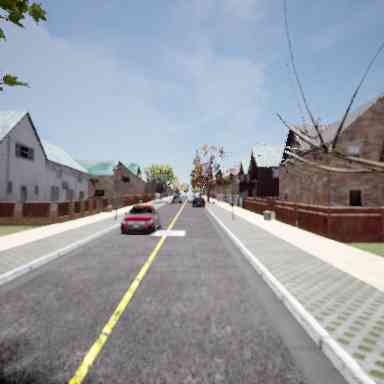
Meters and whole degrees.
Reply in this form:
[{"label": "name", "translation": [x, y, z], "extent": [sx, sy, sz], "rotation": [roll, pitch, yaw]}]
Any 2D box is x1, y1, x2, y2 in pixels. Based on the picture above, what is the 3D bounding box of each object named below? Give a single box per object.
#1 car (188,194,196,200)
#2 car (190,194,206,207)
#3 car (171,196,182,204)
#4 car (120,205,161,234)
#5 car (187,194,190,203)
[{"label": "car", "translation": [0.020, 1.157, 81.654], "extent": [1.882, 1.535, 5.008], "rotation": [0, 0, 0]}, {"label": "car", "translation": [0.974, 1.378, 48.782], "extent": [1.882, 1.535, 5.008], "rotation": [0, 0, 0]}, {"label": "car", "translation": [-2.761, 1.399, 61.153], "extent": [1.812, 1.442, 4.674], "rotation": [0, 0, 1]}, {"label": "car", "translation": [-2.854, 1.494, 19.301], "extent": [1.812, 1.442, 4.674], "rotation": [0, 0, 0]}, {"label": "car", "translation": [0.016, 1.378, 67.550], "extent": [1.812, 1.442, 4.674], "rotation": [0, 0, 0]}]
